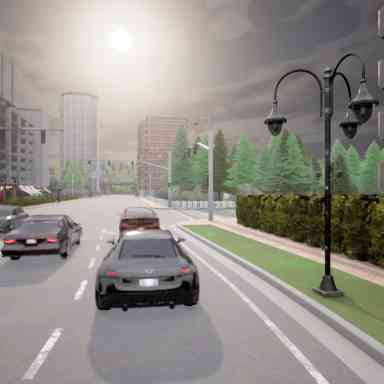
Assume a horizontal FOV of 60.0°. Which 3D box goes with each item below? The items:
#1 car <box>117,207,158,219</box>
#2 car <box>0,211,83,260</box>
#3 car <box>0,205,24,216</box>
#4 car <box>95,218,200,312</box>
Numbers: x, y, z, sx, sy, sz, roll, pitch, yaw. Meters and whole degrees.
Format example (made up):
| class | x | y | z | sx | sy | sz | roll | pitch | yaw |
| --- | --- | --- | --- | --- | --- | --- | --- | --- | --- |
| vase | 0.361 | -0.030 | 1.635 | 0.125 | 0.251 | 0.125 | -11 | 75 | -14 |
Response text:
| class | x | y | z | sx | sy | sz | roll | pitch | yaw |
| --- | --- | --- | --- | --- | --- | --- | --- | --- | --- |
| car | -2.757 | 1.478 | 17.008 | 1.882 | 1.535 | 5.008 | 0 | 0 | -12 |
| car | -5.377 | 1.548 | 12.558 | 2.033 | 1.411 | 5.357 | 0 | 0 | -11 |
| car | -10.160 | 1.507 | 17.768 | 1.837 | 1.490 | 4.892 | 0 | -1 | -12 |
| car | -1.066 | 1.564 | 7.850 | 1.994 | 1.385 | 4.181 | 0 | 0 | -9 |
